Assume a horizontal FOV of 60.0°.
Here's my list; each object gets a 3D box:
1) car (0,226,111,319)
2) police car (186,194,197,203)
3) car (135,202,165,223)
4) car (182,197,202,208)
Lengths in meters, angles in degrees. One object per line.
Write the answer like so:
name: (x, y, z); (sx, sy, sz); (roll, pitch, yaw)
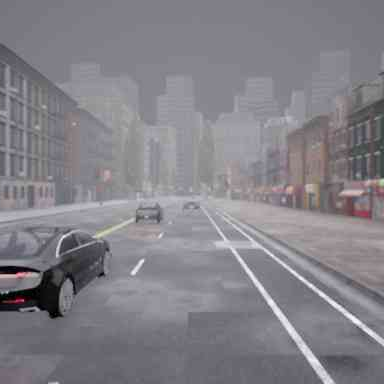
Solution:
car: (-3.159, 1.506, 7.388); (2.128, 1.511, 4.902); (0, 0, 0)
police car: (-0.060, 1.223, 64.739); (2.038, 1.542, 4.974); (0, 0, 0)
car: (-3.175, 1.542, 25.670); (2.128, 1.511, 4.902); (0, 0, 0)
car: (-0.030, 1.202, 32.055); (1.812, 1.442, 4.674); (0, 0, 0)
